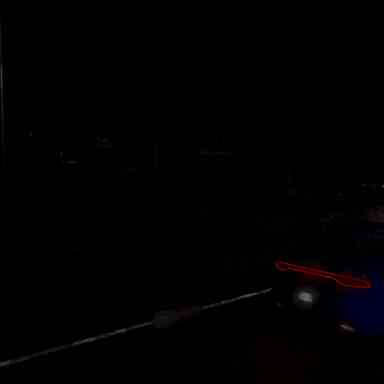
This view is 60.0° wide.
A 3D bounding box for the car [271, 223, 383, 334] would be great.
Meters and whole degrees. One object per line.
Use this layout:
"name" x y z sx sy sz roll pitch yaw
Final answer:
"car" 3.674 1.330 6.309 5.008 1.535 1.882 -2 1 -35
